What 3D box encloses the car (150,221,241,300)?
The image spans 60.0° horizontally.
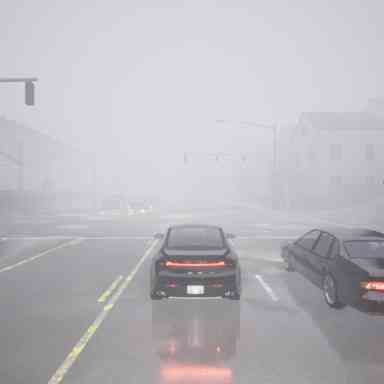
[{"bbox_3d":[0.076,1.505,8.384,1.837,1.490,4.892,0,0,0],"label":"car"}]

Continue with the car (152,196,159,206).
[{"bbox_3d":[-7.085,1.505,54.619,1.837,1.490,4.892,0,0,0],"label":"car"}]

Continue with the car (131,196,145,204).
[{"bbox_3d":[-10.527,1.505,65.388,1.837,1.490,4.892,0,0,0],"label":"car"}]

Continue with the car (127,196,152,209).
[{"bbox_3d":[-7.094,1.477,45.164,1.882,1.535,5.008,0,0,0],"label":"car"}]

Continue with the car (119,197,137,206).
[{"bbox_3d":[-10.582,1.547,55.196,2.033,1.411,5.357,0,0,0],"label":"car"}]

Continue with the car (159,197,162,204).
[{"bbox_3d":[-7.032,1.547,65.030,2.033,1.411,5.357,0,0,1],"label":"car"}]

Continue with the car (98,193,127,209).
[{"bbox_3d":[-10.596,1.221,44.950,2.150,2.045,5.566,0,0,0],"label":"car"}]

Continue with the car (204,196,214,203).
[{"bbox_3d":[3.505,1.545,69.150,2.033,1.411,5.357,0,0,0],"label":"car"}]

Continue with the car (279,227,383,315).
[{"bbox_3d":[3.576,1.547,7.808,2.033,1.411,5.357,0,0,0],"label":"car"}]

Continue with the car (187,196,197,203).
[{"bbox_3d":[0.007,1.547,69.151,2.033,1.411,5.357,0,0,0],"label":"car"}]
